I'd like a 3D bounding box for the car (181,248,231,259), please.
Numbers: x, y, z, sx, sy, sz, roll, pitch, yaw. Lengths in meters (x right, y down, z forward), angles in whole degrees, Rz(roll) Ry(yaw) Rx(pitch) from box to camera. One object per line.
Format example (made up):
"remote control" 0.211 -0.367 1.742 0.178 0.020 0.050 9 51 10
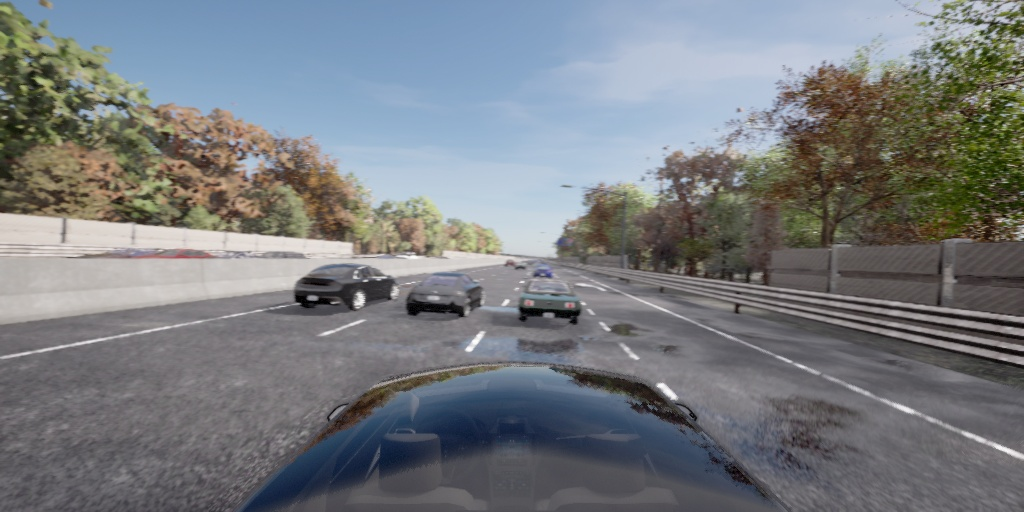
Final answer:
"car" -18.937 0.409 24.376 2.128 1.511 4.902 3 0 5

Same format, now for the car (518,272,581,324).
"car" 1.270 1.471 12.761 1.895 1.301 4.718 3 0 4

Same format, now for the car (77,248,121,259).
"car" -25.933 0.115 24.607 2.033 1.411 5.357 3 0 5

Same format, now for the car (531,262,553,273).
"car" 3.075 1.607 35.879 1.812 1.442 4.674 3 0 4

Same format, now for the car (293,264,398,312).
"car" -5.716 1.028 13.040 1.837 1.490 4.892 3 0 4

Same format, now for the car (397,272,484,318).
"car" -2.227 1.260 12.859 1.994 1.385 4.181 3 0 4

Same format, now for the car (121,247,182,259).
"car" -22.456 0.217 24.202 1.882 1.535 5.008 3 0 5

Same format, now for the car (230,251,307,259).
"car" -15.481 0.438 23.665 2.097 1.767 4.553 3 0 5

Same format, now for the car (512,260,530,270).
"car" 1.601 1.744 61.939 1.895 1.301 4.718 3 0 4
